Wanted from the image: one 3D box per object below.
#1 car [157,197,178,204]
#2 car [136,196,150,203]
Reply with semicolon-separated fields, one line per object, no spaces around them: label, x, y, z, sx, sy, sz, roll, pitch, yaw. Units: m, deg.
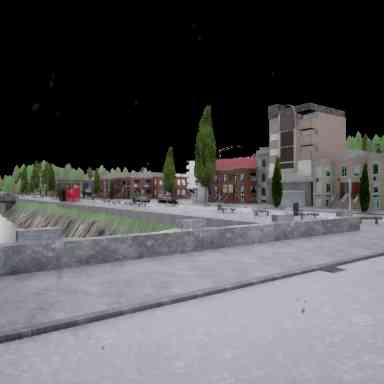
car;-4.554;1.601;60.747;1.895;1.301;4.718;0;0;-35
car;-10.357;1.561;68.882;1.994;1.385;4.181;0;0;-35
